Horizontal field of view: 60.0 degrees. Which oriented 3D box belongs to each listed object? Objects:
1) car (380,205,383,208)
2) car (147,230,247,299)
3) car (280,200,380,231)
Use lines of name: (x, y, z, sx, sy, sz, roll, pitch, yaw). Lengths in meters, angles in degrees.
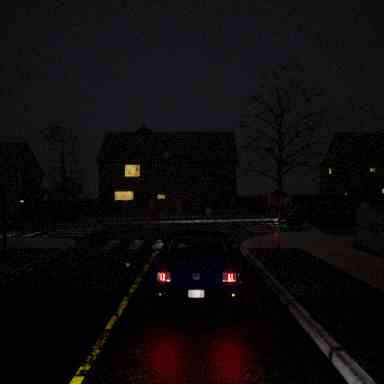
car: (10.383, 1.236, 21.626, 5.357, 1.411, 2.033, -1, 1, 0)
car: (0.151, 1.601, 8.392, 1.895, 1.301, 4.718, 0, 0, 2)
car: (7.455, 1.306, 18.677, 4.892, 1.490, 1.837, -1, 1, 0)
